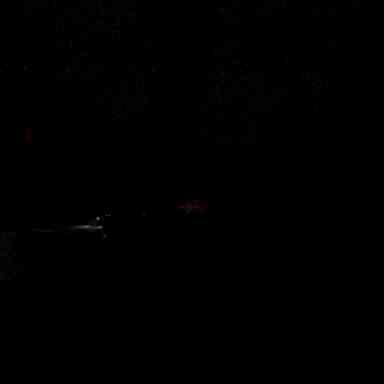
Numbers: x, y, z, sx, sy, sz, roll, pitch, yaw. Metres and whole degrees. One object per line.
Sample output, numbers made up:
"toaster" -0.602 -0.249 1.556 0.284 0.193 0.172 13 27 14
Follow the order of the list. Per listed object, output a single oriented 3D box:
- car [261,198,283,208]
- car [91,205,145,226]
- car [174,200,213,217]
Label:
"car" 12.447 1.621 51.493 2.033 1.411 5.357 -1 0 34
"car" -5.474 1.683 24.922 1.994 1.385 4.181 -1 0 34
"car" 0.210 1.583 33.391 1.882 1.535 5.008 -1 0 34
